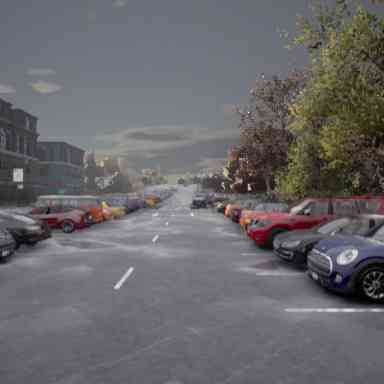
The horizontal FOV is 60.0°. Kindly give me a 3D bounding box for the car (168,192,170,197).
[{"bbox_3d":[-8.011,1.186,74.448,4.792,1.488,2.163,0,1,0],"label":"car"}]

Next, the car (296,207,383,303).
[{"bbox_3d":[5.071,1.339,7.639,4.553,1.767,2.185,0,0,0],"label":"car"}]

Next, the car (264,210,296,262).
[{"bbox_3d":[5.046,1.466,10.425,4.892,1.521,2.231,0,0,0],"label":"car"}]

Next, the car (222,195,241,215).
[{"bbox_3d":[5.009,1.327,27.134,4.553,1.767,2.185,0,0,0],"label":"car"}]

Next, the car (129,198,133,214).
[{"bbox_3d":[-8.037,1.489,29.892,4.674,1.452,2.002,0,0,0],"label":"car"}]

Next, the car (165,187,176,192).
[{"bbox_3d":[-8.012,0.353,91.153,5.566,2.045,2.435,0,3,0],"label":"car"}]

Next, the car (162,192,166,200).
[{"bbox_3d":[-8.046,1.345,63.304,5.008,1.535,2.097,0,1,0],"label":"car"}]

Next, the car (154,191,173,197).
[{"bbox_3d":[-8.046,0.476,93.955,5.008,1.535,2.097,0,3,0],"label":"car"}]

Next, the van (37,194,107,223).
[{"bbox_3d":[-8.157,1.232,21.605,4.442,1.987,1.878,0,0,0],"label":"van"}]

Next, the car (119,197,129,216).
[{"bbox_3d":[-8.225,1.449,27.109,5.366,1.575,1.946,0,0,0],"label":"car"}]

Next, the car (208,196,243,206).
[{"bbox_3d":[5.225,1.405,52.199,5.366,1.575,1.946,0,0,0],"label":"car"}]

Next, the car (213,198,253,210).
[{"bbox_3d":[5.042,1.471,41.060,4.674,1.452,2.002,0,0,0],"label":"car"}]

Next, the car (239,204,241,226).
[{"bbox_3d":[5.045,1.462,15.995,5.008,1.535,2.097,0,0,0],"label":"car"}]

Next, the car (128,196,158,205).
[{"bbox_3d":[-8.043,1.441,54.942,4.674,1.452,2.002,0,0,0],"label":"car"}]

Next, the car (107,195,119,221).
[{"bbox_3d":[-8.071,1.329,24.325,4.553,1.767,2.185,0,0,0],"label":"car"}]

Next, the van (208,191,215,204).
[{"bbox_3d":[4.923,1.194,46.628,4.442,1.987,1.878,0,0,0],"label":"van"}]

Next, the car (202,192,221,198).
[{"bbox_3d":[5.010,0.853,85.781,4.792,1.488,2.163,0,2,0],"label":"car"}]

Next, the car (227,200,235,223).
[{"bbox_3d":[5.035,1.459,21.565,5.008,1.535,2.097,0,0,0],"label":"car"}]

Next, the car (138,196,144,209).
[{"bbox_3d":[-8.035,1.439,35.459,5.008,1.535,2.097,0,0,0],"label":"car"}]

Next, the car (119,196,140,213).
[{"bbox_3d":[-8.045,1.444,32.676,5.008,1.535,2.097,0,0,0],"label":"car"}]

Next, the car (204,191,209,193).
[{"bbox_3d":[5.034,1.088,77.285,4.892,1.521,2.231,0,2,0],"label":"car"}]

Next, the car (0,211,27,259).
[{"bbox_3d":[-8.071,1.338,10.409,4.553,1.767,2.185,0,0,0],"label":"car"}]

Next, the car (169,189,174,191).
[{"bbox_3d":[-8.046,0.723,88.377,4.892,1.521,2.231,0,2,0],"label":"car"}]

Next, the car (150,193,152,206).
[{"bbox_3d":[-8.071,1.298,43.934,4.553,1.767,2.185,0,0,0],"label":"car"}]

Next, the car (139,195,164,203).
[{"bbox_3d":[-8.037,1.351,66.094,4.674,1.452,2.002,0,1,0],"label":"car"}]

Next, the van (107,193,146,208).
[{"bbox_3d":[-7.923,1.209,38.242,4.442,1.987,1.878,0,0,0],"label":"van"}]

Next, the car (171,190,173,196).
[{"bbox_3d":[-8.069,0.859,85.601,4.792,1.488,2.163,0,2,0],"label":"car"}]

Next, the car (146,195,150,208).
[{"bbox_3d":[-8.034,1.431,41.026,4.892,1.521,2.231,0,0,0],"label":"car"}]

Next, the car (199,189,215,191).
[{"bbox_3d":[5.225,0.718,88.434,5.366,1.575,1.946,0,3,0],"label":"car"}]

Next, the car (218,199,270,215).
[{"bbox_3d":[5.068,1.475,32.706,4.792,1.488,2.163,0,0,0],"label":"car"}]

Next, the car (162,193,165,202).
[{"bbox_3d":[-8.045,1.372,60.515,5.008,1.535,2.097,0,0,0],"label":"car"}]

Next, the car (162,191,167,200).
[{"bbox_3d":[-8.009,1.143,68.878,4.553,1.767,2.185,0,1,0],"label":"car"}]

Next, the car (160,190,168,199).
[{"bbox_3d":[-8.009,1.092,71.658,4.553,1.767,2.185,0,1,0],"label":"car"}]

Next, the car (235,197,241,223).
[{"bbox_3d":[5.008,1.335,18.780,4.553,1.767,2.185,0,0,0],"label":"car"}]

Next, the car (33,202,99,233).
[{"bbox_3d":[-8.069,1.489,18.758,4.792,1.488,2.163,0,0,0],"label":"car"}]

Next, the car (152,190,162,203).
[{"bbox_3d":[-8.012,1.156,52.158,5.566,2.045,2.435,0,0,0],"label":"car"}]

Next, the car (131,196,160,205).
[{"bbox_3d":[-8.069,1.420,57.728,4.792,1.488,2.163,0,0,0],"label":"car"}]

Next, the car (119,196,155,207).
[{"bbox_3d":[-8.045,1.413,49.376,5.008,1.535,2.097,0,0,0],"label":"car"}]

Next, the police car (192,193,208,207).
[{"bbox_3d":[1.050,1.387,49.828,1.930,1.638,5.238,0,0,0],"label":"police car"}]

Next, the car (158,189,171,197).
[{"bbox_3d":[-8.071,0.885,80.017,4.553,1.767,2.185,0,2,0],"label":"car"}]

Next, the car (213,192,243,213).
[{"bbox_3d":[5.012,1.198,29.918,5.566,2.045,2.435,0,0,0],"label":"car"}]

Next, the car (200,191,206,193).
[{"bbox_3d":[1.046,1.235,65.680,2.097,1.767,4.553,0,1,0],"label":"car"}]

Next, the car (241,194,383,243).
[{"bbox_3d":[5.012,1.212,13.208,5.566,2.045,2.435,0,0,0],"label":"car"}]

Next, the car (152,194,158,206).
[{"bbox_3d":[-7.855,1.415,46.593,5.366,1.575,1.946,0,0,0],"label":"car"}]

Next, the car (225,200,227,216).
[{"bbox_3d":[5.043,1.496,24.349,4.674,1.452,2.002,0,0,0],"label":"car"}]

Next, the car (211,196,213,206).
[{"bbox_3d":[5.045,1.436,38.274,5.008,1.535,2.097,0,0,0],"label":"car"}]

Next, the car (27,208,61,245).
[{"bbox_3d":[-8.037,1.503,13.192,4.674,1.452,2.002,0,0,0],"label":"car"}]
